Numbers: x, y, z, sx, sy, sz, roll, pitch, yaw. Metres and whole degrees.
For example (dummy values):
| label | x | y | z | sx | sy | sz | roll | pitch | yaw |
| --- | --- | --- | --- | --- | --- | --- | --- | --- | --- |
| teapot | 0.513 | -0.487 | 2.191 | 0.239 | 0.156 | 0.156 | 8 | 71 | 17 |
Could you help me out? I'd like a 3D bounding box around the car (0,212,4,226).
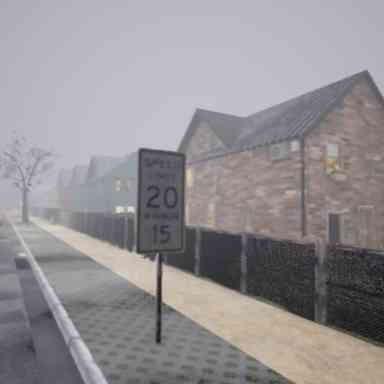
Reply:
| label | x | y | z | sx | sy | sz | roll | pitch | yaw |
| --- | --- | --- | --- | --- | --- | --- | --- | --- | --- |
| car | -19.813 | 2.409 | 32.829 | 2.097 | 1.767 | 4.553 | 3 | -3 | -29 |
